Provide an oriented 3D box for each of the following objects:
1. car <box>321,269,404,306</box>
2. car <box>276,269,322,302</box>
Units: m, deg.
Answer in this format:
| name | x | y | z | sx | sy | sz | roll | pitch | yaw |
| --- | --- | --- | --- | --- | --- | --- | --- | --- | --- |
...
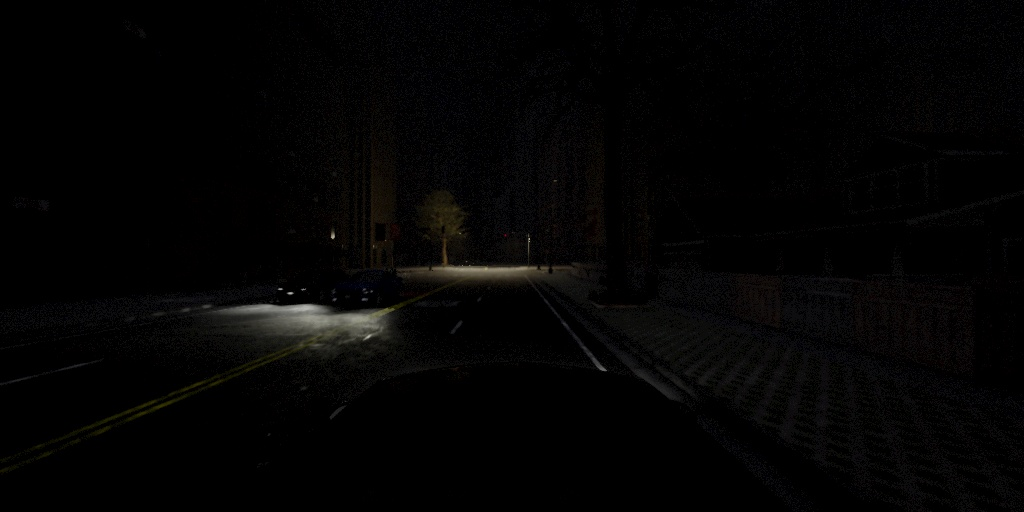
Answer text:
| name | x | y | z | sx | sy | sz | roll | pitch | yaw |
| --- | --- | --- | --- | --- | --- | --- | --- | --- | --- |
| car | -6.599 | 1.388 | 16.875 | 1.882 | 1.535 | 5.008 | 0 | -1 | 0 |
| car | -9.848 | 1.430 | 18.358 | 1.837 | 1.490 | 4.892 | 0 | -1 | 0 |
